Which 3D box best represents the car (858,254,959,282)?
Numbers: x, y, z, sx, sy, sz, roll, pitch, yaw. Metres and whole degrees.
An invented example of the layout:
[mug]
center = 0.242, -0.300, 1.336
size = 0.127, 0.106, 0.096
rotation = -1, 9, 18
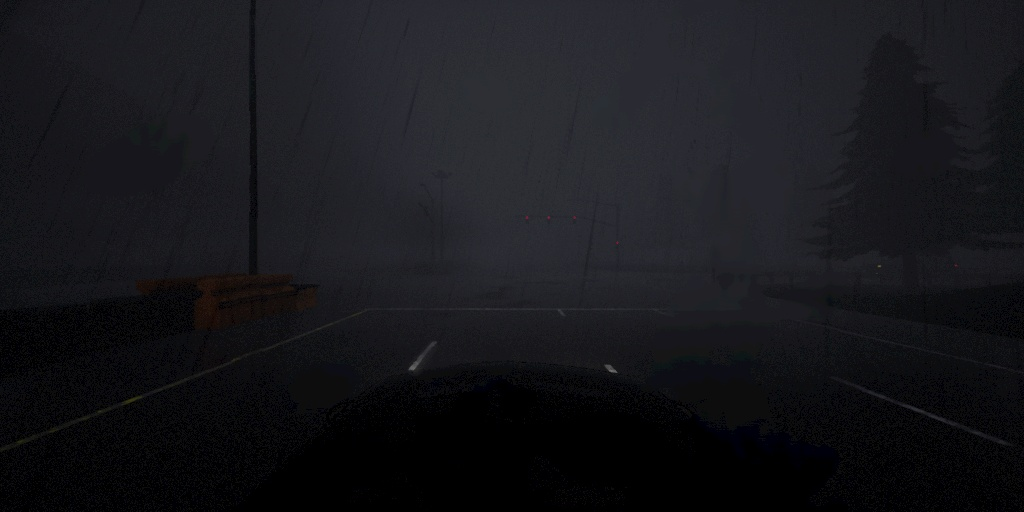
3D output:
[car]
center = 30.815, 0.883, 28.010
size = 5.566, 2.045, 2.150
rotation = 0, 0, 13
